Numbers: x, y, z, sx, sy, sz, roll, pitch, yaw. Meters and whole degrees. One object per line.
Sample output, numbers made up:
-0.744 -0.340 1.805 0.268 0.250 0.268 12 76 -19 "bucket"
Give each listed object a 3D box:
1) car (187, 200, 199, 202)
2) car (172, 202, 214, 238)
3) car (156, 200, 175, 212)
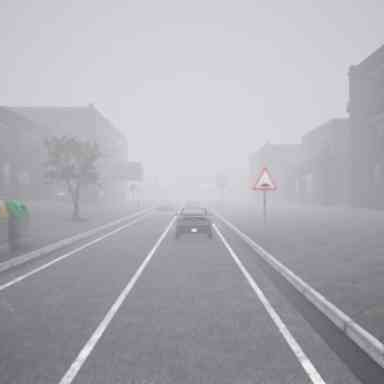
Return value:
0.101 1.609 36.261 2.033 1.411 5.357 0 0 0 "car"
0.103 1.541 17.997 1.837 1.490 4.892 0 0 0 "car"
-3.082 1.625 39.742 1.994 1.385 4.181 0 0 0 "car"
